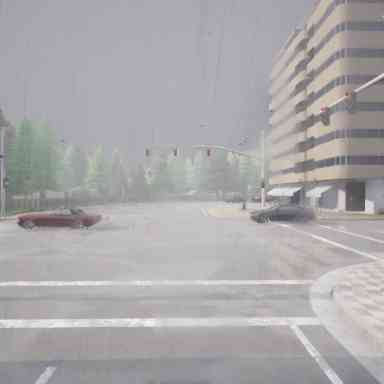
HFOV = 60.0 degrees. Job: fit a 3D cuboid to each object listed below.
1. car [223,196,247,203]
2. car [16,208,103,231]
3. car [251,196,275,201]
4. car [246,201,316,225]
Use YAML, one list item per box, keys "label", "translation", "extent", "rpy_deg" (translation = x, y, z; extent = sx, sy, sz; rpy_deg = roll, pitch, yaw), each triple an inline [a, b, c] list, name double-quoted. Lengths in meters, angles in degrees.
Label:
- label: "car"
  translation: [8.858, 1.547, 68.251]
  extent: [5.357, 1.411, 2.033]
  rpy_deg: [0, 0, -38]
- label: "car"
  translation: [-8.018, 1.634, 20.364]
  extent: [4.718, 1.301, 1.895]
  rpy_deg: [0, 0, -1]
- label: "car"
  translation: [14.171, 1.525, 67.955]
  extent: [4.674, 1.442, 1.812]
  rpy_deg: [0, 0, -34]
- label: "car"
  translation: [6.533, 1.576, 24.104]
  extent: [4.674, 1.442, 1.812]
  rpy_deg: [0, 0, -1]
